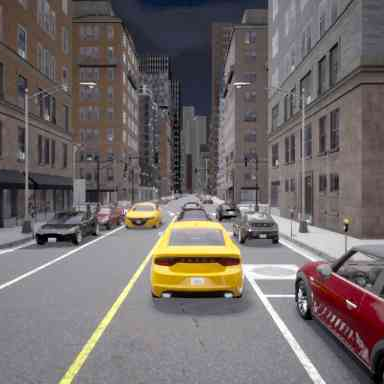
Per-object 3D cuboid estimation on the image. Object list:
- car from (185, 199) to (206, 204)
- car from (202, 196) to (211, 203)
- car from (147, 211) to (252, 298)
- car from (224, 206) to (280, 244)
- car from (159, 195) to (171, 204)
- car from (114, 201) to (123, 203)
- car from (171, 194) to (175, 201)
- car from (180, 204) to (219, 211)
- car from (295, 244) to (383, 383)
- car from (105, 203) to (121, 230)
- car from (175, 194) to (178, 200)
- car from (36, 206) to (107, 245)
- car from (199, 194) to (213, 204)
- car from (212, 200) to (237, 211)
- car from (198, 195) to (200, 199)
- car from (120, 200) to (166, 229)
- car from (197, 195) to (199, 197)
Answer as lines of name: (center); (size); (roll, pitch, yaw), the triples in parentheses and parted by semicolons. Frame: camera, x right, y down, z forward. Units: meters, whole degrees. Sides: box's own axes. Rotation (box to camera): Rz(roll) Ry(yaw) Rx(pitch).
car: (0.023, 1.533, 26.354); (1.812, 1.442, 4.674); (0, 0, 2)
car: (2.961, 1.590, 69.294); (1.752, 1.417, 4.829); (0, 0, 0)
car: (0.102, 1.479, 8.550); (1.882, 1.535, 5.008); (0, 0, 0)
car: (2.870, 1.554, 15.622); (2.008, 1.369, 4.403); (0, 0, 0)
car: (-5.579, 1.636, 63.735); (1.802, 1.307, 4.206); (0, 0, 0)
car: (-5.646, 1.448, 26.632); (1.967, 1.590, 4.097); (0, 0, 0)
car: (-5.549, 1.628, 74.552); (2.008, 1.369, 4.403); (0, 0, 0)
car: (0.122, 1.568, 17.543); (1.994, 1.385, 4.181); (0, 0, 0)
car: (2.860, 1.441, 4.619); (1.967, 1.590, 4.097); (0, 0, 0)
car: (-5.651, 1.587, 21.131); (1.802, 1.307, 4.206); (0, 0, 0)
car: (-5.507, 1.652, 90.607); (1.752, 1.417, 4.829); (0, 0, 0)
car: (-5.655, 1.569, 15.629); (1.947, 1.339, 4.313); (0, 0, 0)
car: (2.946, 1.494, 63.715); (1.967, 1.590, 4.097); (0, 0, 0)
car: (2.879, 1.573, 26.624); (1.947, 1.339, 4.313); (0, 0, 0)
car: (2.975, 1.628, 74.532); (2.008, 1.369, 4.403); (0, 0, 0)
car: (-3.036, 1.483, 21.655); (1.882, 1.535, 5.008); (0, 0, 1)
car: (3.003, 1.548, 85.350); (1.967, 1.590, 4.097); (0, 0, 0)
